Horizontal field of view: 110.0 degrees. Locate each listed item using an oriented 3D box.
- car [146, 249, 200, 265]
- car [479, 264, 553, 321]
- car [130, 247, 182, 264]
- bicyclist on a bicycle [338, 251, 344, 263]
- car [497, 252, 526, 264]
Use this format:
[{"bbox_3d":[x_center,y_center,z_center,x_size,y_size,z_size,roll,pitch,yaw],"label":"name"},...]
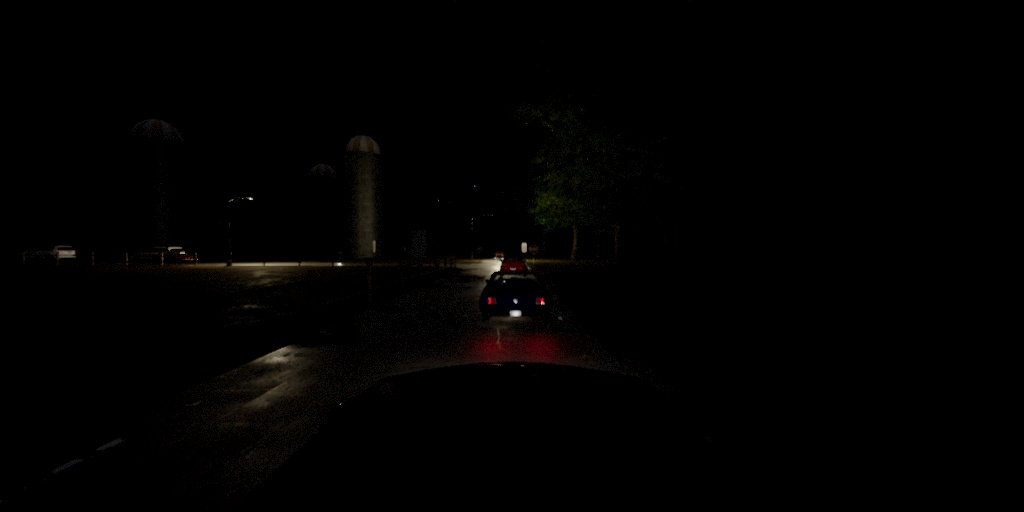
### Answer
[{"bbox_3d":[-38.943,0.278,41.586,4.674,1.442,1.812,0,1,0],"label":"car"},{"bbox_3d":[0.096,1.094,11.190,1.895,1.301,4.718,0,2,0],"label":"car"},{"bbox_3d":[-43.756,-0.096,44.383,5.566,2.045,2.150,0,1,0],"label":"car"},{"bbox_3d":[-22.771,0.099,47.675,0.582,1.620,1.656,0,1,0],"label":"bicyclist on a bicycle"},{"bbox_3d":[0.083,0.679,26.413,1.812,1.442,4.674,0,1,0],"label":"car"}]
